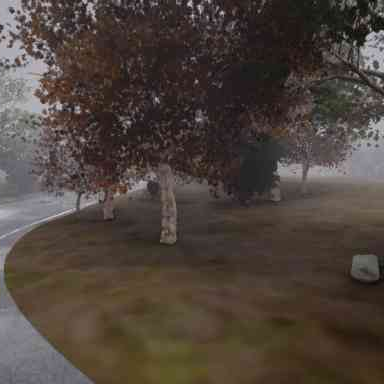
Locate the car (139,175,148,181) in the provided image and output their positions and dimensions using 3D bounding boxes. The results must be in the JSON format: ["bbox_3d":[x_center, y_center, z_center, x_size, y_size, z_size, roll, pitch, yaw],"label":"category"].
[{"bbox_3d":[-10.276,-3.261,72.077,2.033,1.411,5.357,0,5,4],"label":"car"}]
